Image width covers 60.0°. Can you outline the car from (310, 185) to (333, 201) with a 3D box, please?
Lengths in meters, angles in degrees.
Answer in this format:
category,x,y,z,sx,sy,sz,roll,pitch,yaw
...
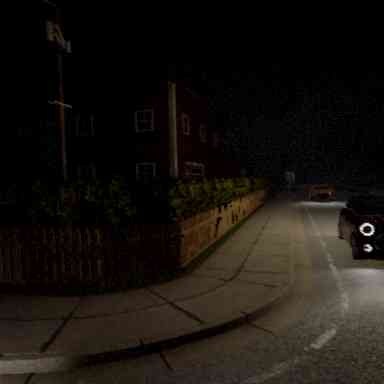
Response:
category,x,y,z,sx,sy,sz,roll,pitch,yaw
car,12.547,0.034,32.362,1.882,1.535,5.008,-1,2,17

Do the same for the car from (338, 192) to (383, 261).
category,x,y,z,sx,sy,sz,roll,pitch,yaw
car,5.706,0.853,9.933,2.097,1.767,4.553,-1,2,17
